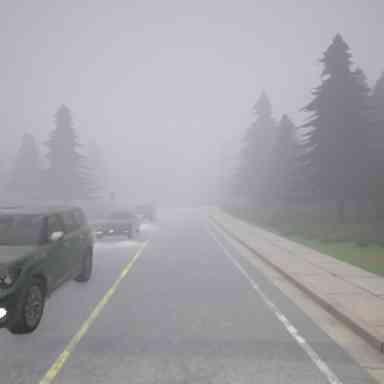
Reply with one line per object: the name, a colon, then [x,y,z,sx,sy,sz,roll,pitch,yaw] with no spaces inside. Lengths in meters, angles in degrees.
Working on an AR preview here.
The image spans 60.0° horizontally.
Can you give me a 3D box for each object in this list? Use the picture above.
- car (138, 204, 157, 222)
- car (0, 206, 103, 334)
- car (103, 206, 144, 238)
car: [-4.426,1.921,31.181,2.128,1.511,4.902,-1,-1,0]
car: [-3.777,1.368,7.329,2.150,2.045,5.566,-1,-1,-2]
car: [-4.177,1.798,19.394,1.837,1.490,4.892,-1,-1,-2]
